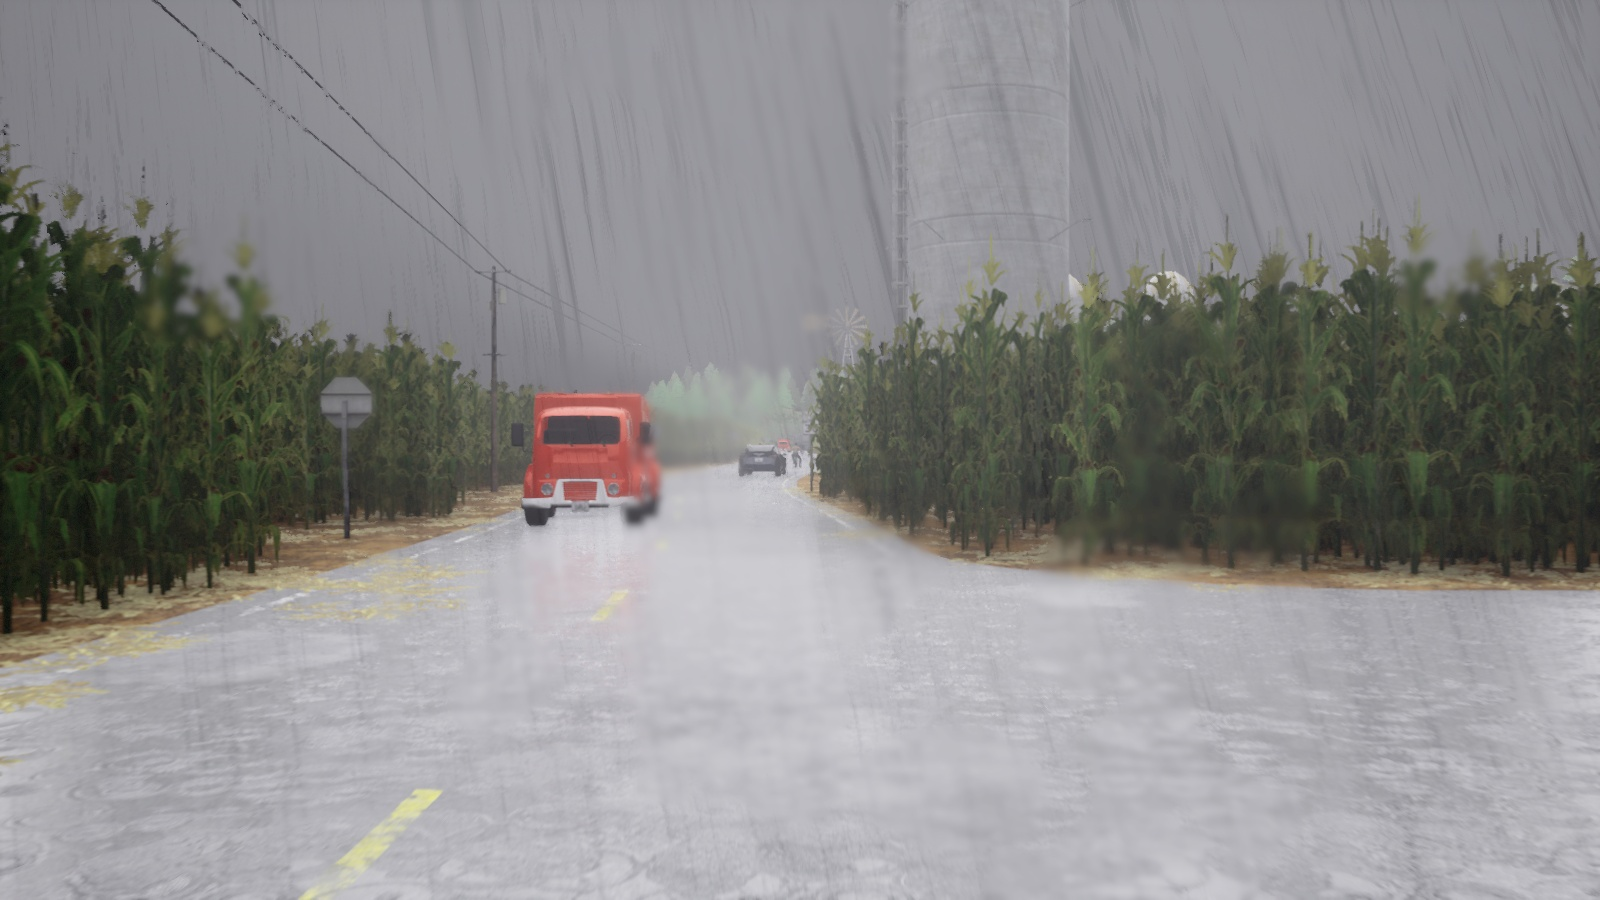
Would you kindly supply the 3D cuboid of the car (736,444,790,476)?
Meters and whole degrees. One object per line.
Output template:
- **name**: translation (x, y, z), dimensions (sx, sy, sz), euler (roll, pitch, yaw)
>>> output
- **car**: translation (-1.740, 0.467, 60.394), dimensions (2.163, 1.488, 4.792), euler (0, 0, 4)

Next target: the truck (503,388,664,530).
- **truck**: translation (-4.057, 0.144, 24.543), dimensions (2.627, 2.467, 5.204), euler (0, 0, -4)
